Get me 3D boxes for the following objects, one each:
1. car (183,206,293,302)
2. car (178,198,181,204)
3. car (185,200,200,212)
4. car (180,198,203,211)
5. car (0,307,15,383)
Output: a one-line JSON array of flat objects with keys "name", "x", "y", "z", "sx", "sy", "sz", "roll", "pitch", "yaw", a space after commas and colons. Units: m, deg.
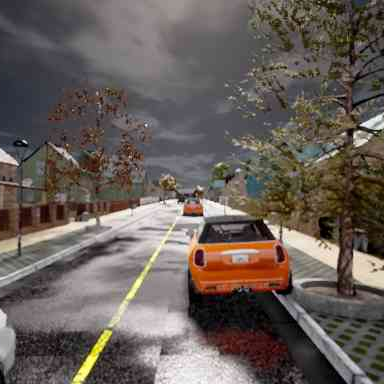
[{"name": "car", "x": 0.938, "y": 1.352, "z": 8.545, "sx": 2.097, "sy": 1.767, "sz": 4.553, "roll": -3, "pitch": -1, "yaw": 0}, {"name": "car", "x": -2.592, "y": 2.108, "z": 83.068, "sx": 1.882, "sy": 1.535, "sz": 5.008, "roll": 0, "pitch": -1, "yaw": 0}, {"name": "car", "x": 0.108, "y": 1.851, "z": 45.756, "sx": 2.033, "sy": 1.411, "sz": 5.357, "roll": 0, "pitch": 0, "yaw": 1}, {"name": "car", "x": 0.141, "y": 1.583, "z": 35.977, "sx": 2.097, "sy": 1.767, "sz": 4.553, "roll": 0, "pitch": 0, "yaw": 0}, {"name": "car", "x": -2.747, "y": 1.536, "z": 1.695, "sx": 1.812, "sy": 1.442, "sz": 4.674, "roll": 0, "pitch": 0, "yaw": 0}]
